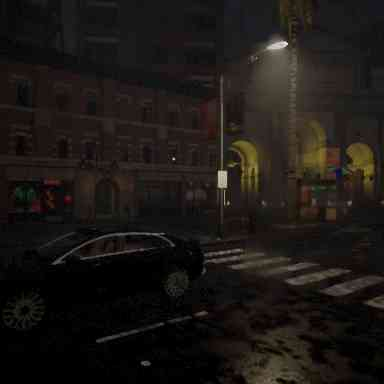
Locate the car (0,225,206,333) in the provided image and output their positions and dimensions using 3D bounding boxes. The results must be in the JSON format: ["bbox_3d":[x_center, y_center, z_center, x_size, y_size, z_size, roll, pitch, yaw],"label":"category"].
[{"bbox_3d":[-1.982,1.491,6.876,4.902,1.511,2.128,0,0,-35],"label":"car"}]
